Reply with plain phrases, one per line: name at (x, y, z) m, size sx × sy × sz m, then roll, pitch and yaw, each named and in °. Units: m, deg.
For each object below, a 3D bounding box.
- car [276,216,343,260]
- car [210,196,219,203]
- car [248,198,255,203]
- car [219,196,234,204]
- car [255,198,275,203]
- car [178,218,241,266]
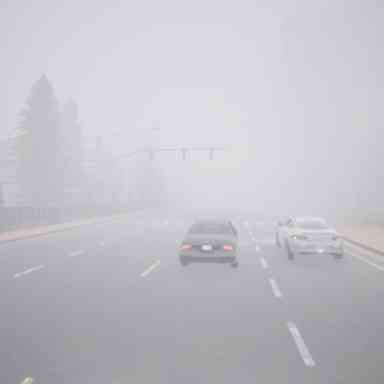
car at (4.405, 1.641, 12.901) m, size 1.812 × 1.442 × 4.674 m, roll 0°, pitch 0°, yaw 8°
car at (7.160, 2.035, 91.292) m, size 2.150 × 2.045 × 5.566 m, roll 0°, pitch -1°, yaw 32°
car at (17.626, 2.351, 93.086) m, size 4.902 × 1.511 × 2.128 m, roll 0°, pitch -1°, yaw -44°
car at (9.565, 2.285, 88.475) m, size 1.837 × 1.490 × 4.892 m, roll 0°, pitch -1°, yaw 28°
car at (20.484, 2.347, 90.955) m, size 5.357 × 1.411 × 2.033 m, roll 0°, pitch -1°, yaw -39°
car at (0.743, 1.655, 11.960) m, size 2.033 × 1.411 × 5.357 m, roll 0°, pitch 0°, yaw 7°
